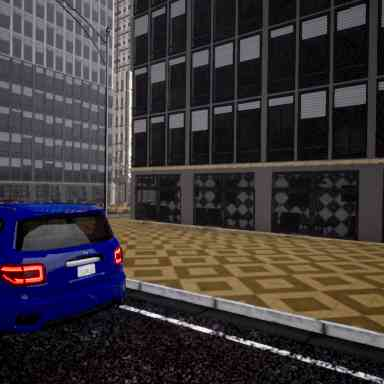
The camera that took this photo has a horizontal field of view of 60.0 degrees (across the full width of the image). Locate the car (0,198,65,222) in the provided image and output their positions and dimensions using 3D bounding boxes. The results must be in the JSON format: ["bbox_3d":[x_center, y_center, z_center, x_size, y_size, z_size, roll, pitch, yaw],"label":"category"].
[{"bbox_3d":[-14.162,1.519,29.541,2.192,1.841,5.009,1,0,36],"label":"car"}]

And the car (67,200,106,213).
[{"bbox_3d":[-12.948,1.762,40.937,1.994,1.385,4.181,1,0,36],"label":"car"}]

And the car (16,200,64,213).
[{"bbox_3d":[-17.660,1.643,38.916,1.752,1.417,4.829,1,0,36],"label":"car"}]

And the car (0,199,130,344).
[{"bbox_3d":[-3.716,1.218,6.333,5.566,2.045,2.150,0,0,35],"label":"car"}]

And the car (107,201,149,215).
[{"bbox_3d":[-7.364,1.830,38.752,1.752,1.417,4.829,1,0,36],"label":"car"}]

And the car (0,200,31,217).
[{"bbox_3d":[-18.860,1.616,32.917,1.837,1.490,4.892,1,0,36],"label":"car"}]
